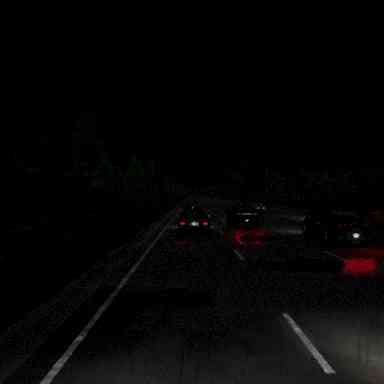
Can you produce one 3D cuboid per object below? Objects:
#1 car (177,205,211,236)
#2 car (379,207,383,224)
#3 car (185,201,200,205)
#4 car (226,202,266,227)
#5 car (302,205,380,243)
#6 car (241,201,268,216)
[{"bbox_3d":[0.096,1.686,19.378,2.033,1.411,5.357,0,0,0],"label":"car"},{"bbox_3d":[14.090,1.642,23.004,1.882,1.535,5.008,0,0,0],"label":"car"},{"bbox_3d":[0.070,1.865,42.360,1.994,1.385,4.181,0,0,0],"label":"car"},{"bbox_3d":[3.590,1.664,24.134,2.128,1.511,4.902,0,0,0],"label":"car"},{"bbox_3d":[7.093,1.627,16.789,1.837,1.490,4.892,0,0,0],"label":"car"},{"bbox_3d":[7.083,1.818,38.067,2.033,1.411,5.357,0,0,0],"label":"car"}]
